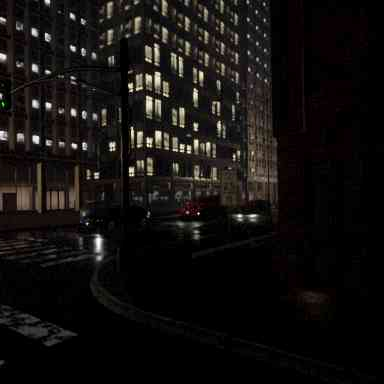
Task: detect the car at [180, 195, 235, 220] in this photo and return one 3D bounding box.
[{"bbox_3d":[1.245,1.307,29.123,2.150,2.045,5.566,-1,-1,36],"label":"car"}]

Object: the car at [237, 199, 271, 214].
[{"bbox_3d":[7.250,1.584,37.486,1.882,1.535,5.008,-1,-1,36],"label":"car"}]

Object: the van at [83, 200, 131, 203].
[{"bbox_3d":[-5.991,1.460,23.467,1.690,1.788,3.998,-2,-1,36],"label":"van"}]

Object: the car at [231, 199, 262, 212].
[{"bbox_3d":[6.840,1.689,41.379,1.752,1.417,4.829,-2,-1,36],"label":"car"}]

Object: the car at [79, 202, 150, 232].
[{"bbox_3d":[-4.644,1.571,20.934,1.837,1.490,4.892,-1,-1,33],"label":"car"}]
